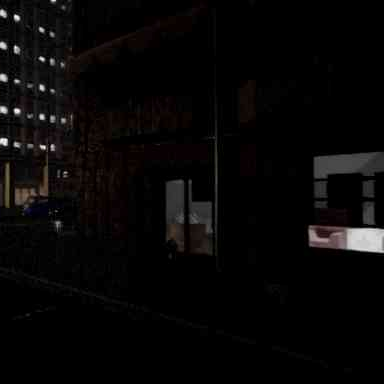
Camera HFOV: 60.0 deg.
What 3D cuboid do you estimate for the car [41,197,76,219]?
[{"bbox_3d":[-9.336,1.366,27.168,1.837,1.490,4.892,-1,0,36],"label":"car"}]

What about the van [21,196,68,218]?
[{"bbox_3d":[-12.032,1.229,27.862,1.690,1.788,3.998,-1,-1,36],"label":"van"}]
